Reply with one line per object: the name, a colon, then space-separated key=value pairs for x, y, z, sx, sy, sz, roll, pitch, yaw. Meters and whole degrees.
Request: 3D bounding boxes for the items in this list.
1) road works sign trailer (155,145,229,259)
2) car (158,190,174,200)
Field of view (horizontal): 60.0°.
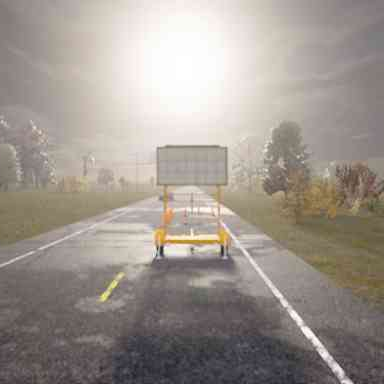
road works sign trailer: x=0.003 y=0.191 z=11.378 sx=2.380 sy=3.560 sz=2.880 roll=0 pitch=1 yaw=0
car: x=-3.571 y=0.471 z=46.852 sx=1.994 sy=1.385 sz=4.181 roll=0 pitch=1 yaw=0
